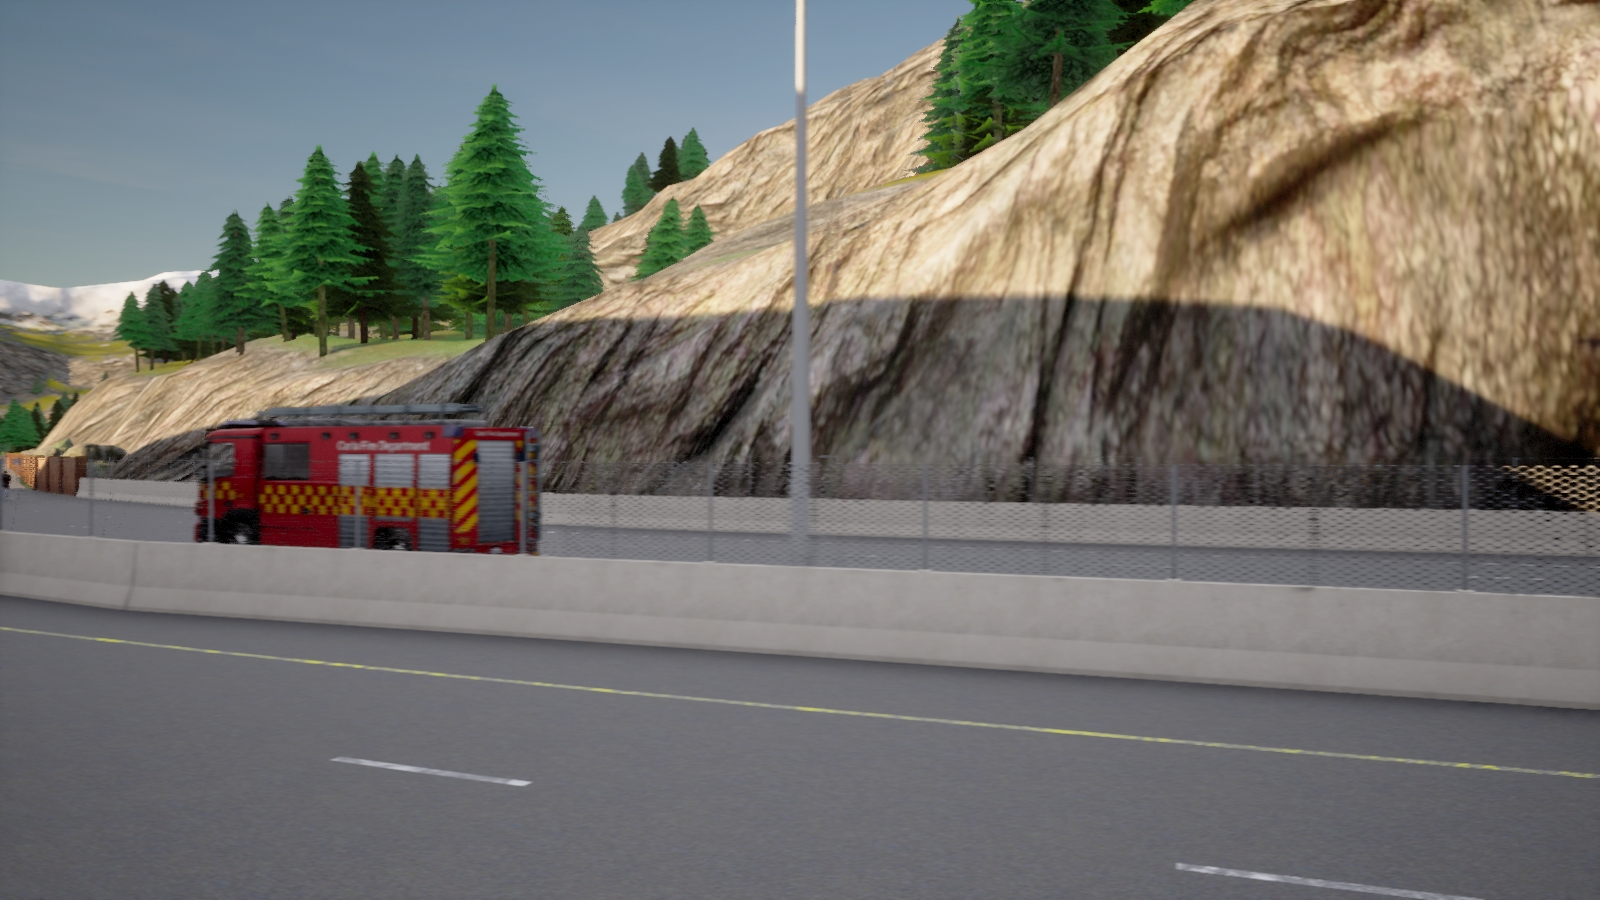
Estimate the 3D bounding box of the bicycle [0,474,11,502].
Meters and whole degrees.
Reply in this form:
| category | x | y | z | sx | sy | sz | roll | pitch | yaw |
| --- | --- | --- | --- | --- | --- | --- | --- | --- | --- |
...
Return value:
| category | x | y | z | sx | sy | sz | roll | pitch | yaw |
| --- | --- | --- | --- | --- | --- | --- | --- | --- | --- |
| bicycle | -44.104 | 2.102 | 63.261 | 1.835 | 1.489 | 0.329 | 0 | -1 | 44 |

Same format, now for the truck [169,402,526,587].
| category | x | y | z | sx | sy | sz | roll | pitch | yaw |
| --- | --- | --- | --- | --- | --- | --- | --- | --- | --- |
| truck | -10.715 | 0.918 | 26.836 | 8.468 | 3.827 | 2.891 | 0 | 0 | 27 |
